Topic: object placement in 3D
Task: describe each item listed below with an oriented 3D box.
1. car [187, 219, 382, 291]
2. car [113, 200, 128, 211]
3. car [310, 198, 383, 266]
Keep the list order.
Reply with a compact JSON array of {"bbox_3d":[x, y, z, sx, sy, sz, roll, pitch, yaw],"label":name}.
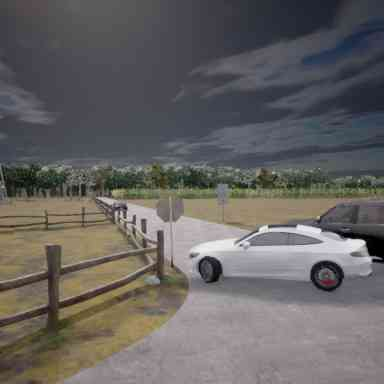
[{"bbox_3d":[2.175,1.613,8.925,4.674,1.442,1.812,-2,0,19],"label":"car"},{"bbox_3d":[-10.749,1.976,49.474,2.033,1.411,5.357,-2,0,-18],"label":"car"},{"bbox_3d":[5.101,1.223,9.781,2.150,2.045,5.566,-2,0,-39],"label":"car"}]
